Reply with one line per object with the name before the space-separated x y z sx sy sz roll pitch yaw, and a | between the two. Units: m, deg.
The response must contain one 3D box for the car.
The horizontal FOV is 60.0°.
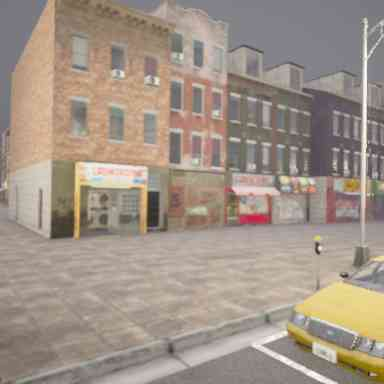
car | 3.525 1.607 5.321 4.829 1.417 1.752 1 0 -36
